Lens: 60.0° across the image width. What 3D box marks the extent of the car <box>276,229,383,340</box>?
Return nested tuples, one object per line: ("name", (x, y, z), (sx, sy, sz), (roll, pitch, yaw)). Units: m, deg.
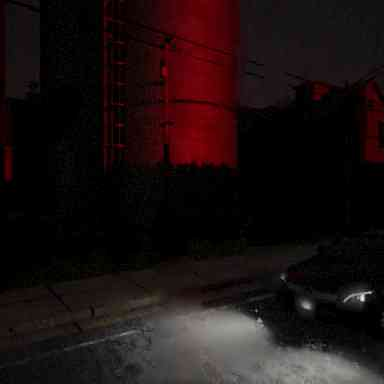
("car", (3.718, 1.526, 6.651), (4.674, 1.442, 1.812), (0, 0, -36))
